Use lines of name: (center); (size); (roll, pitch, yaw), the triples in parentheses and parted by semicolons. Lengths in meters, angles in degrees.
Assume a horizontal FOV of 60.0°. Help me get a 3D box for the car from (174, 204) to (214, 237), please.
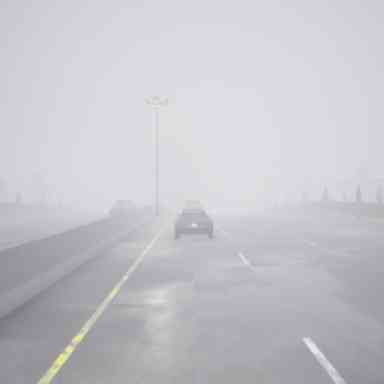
car: (0.098, 1.569, 17.966); (1.994, 1.385, 4.181); (0, 0, 0)

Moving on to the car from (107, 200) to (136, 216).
car: (-7.089, 1.566, 34.479); (2.097, 1.767, 4.553); (0, -2, 0)

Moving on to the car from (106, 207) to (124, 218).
car: (-14.036, 3.759, 60.750); (2.097, 1.767, 4.553); (0, -6, 1)

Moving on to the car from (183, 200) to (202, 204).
car: (0.097, 1.594, 35.172); (2.097, 1.767, 4.553); (0, -2, 0)
